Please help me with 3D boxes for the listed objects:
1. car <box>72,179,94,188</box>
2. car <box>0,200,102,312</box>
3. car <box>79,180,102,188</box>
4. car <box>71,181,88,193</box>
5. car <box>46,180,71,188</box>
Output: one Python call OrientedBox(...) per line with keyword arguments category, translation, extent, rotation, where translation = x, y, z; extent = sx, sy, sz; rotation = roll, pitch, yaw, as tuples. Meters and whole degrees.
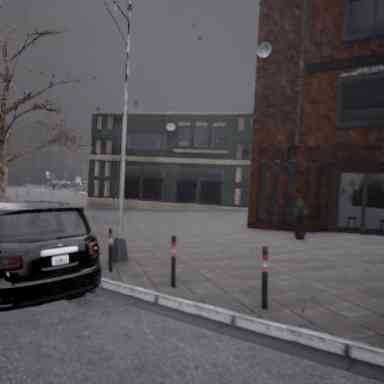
OrientedBox(category="car", translation=(-25.041, -1.915, 76.495), extent=(4.553, 1.767, 2.185), rotation=(4, 3, 22))
OrientedBox(category="car", translation=(-4.267, 1.183, 7.176), extent=(5.566, 2.045, 2.150), rotation=(1, 0, 39))
OrientedBox(category="car", translation=(-24.049, -1.860, 79.076), extent=(4.892, 1.521, 2.231), rotation=(4, 3, 22))
OrientedBox(category="car", translation=(-18.546, -0.724, 59.473), extent=(2.128, 1.511, 4.902), rotation=(4, 3, 21))
OrientedBox(category="car", translation=(-28.133, -1.720, 68.821), extent=(4.553, 1.767, 2.185), rotation=(4, 3, 22))
